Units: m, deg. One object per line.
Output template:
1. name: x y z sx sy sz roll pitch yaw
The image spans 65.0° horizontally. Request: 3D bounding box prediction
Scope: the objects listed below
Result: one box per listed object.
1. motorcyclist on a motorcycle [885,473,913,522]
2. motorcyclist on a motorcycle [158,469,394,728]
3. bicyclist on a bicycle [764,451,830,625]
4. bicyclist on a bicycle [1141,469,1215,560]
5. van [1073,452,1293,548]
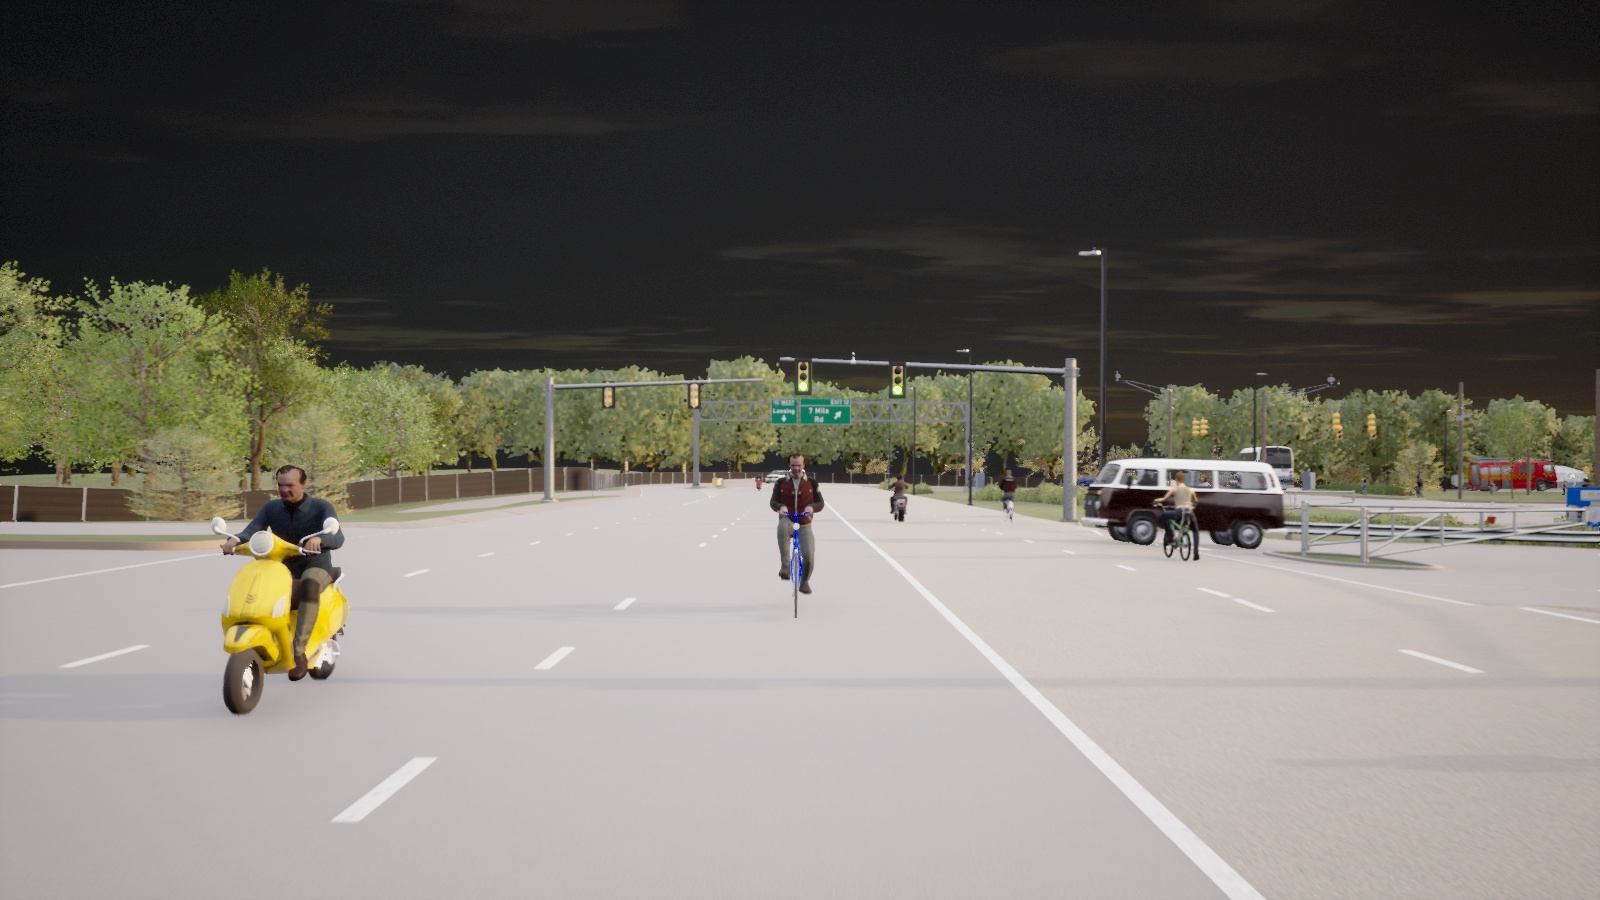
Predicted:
1. motorcyclist on a motorcycle: 3.396 1.611 43.124 0.766 1.649 2.350 0 -1 0
2. motorcyclist on a motorcycle: -3.521 0.926 8.649 0.866 1.590 1.817 0 -1 0
3. bicyclist on a bicycle: -0.034 0.915 13.761 0.659 1.776 1.843 0 -1 0
4. bicyclist on a bicycle: 6.984 1.167 23.278 0.866 1.612 1.509 2 -1 -1
5. van: 8.915 1.154 29.500 4.480 2.038 2.069 2 -1 -2
